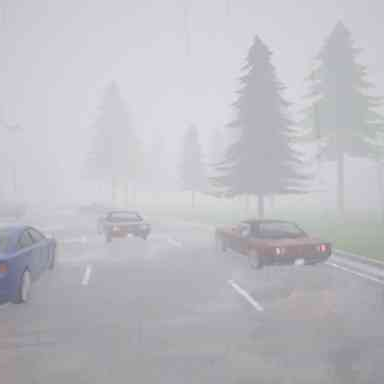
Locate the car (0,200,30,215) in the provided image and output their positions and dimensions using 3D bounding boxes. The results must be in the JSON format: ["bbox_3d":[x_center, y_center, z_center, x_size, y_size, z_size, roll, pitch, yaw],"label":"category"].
[{"bbox_3d":[-19.315,1.619,35.251,4.674,1.442,1.812,-1,0,36],"label":"car"}]

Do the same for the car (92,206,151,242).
[{"bbox_3d":[-3.543,1.576,16.359,1.895,1.301,4.718,-1,0,-23],"label":"car"}]

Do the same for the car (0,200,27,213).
[{"bbox_3d":[-16.540,1.633,28.950,5.357,1.411,2.033,-1,0,41],"label":"car"}]

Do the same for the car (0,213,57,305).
[{"bbox_3d":[-4.573,1.501,7.957,1.882,1.535,5.008,0,0,-12],"label":"car"}]

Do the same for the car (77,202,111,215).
[{"bbox_3d":[-9.087,1.582,31.523,1.895,1.301,4.718,-1,0,-43],"label":"car"}]

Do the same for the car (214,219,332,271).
[{"bbox_3d":[2.251,1.527,10.800,1.895,1.301,4.718,-1,0,-14],"label":"car"}]
